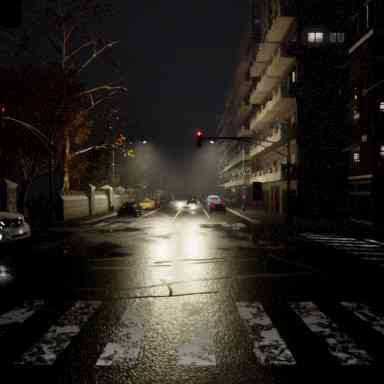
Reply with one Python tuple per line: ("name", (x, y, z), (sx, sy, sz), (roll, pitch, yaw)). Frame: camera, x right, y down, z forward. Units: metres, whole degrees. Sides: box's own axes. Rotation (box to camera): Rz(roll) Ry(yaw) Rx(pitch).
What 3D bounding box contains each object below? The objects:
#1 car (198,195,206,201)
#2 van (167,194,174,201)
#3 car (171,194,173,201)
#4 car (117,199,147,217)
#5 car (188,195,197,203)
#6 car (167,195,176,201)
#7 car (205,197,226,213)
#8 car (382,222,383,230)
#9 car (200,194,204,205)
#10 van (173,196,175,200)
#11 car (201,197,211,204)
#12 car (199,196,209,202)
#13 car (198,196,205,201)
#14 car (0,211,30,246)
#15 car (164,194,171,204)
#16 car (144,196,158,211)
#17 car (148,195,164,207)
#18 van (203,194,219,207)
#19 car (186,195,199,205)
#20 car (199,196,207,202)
("car", (2.698, 1.544, 87.185), (1.967, 1.590, 4.097), (0, 0, 0))
("van", (-5.682, 1.445, 87.185), (1.690, 1.788, 3.998), (0, 0, 0))
("car", (-5.682, 1.508, 70.295), (1.967, 1.590, 4.097), (0, 0, 0))
("car", (-5.685, 1.580, 30.884), (1.947, 1.339, 4.313), (0, 0, 0))
("car", (0.006, 1.444, 70.019), (1.837, 1.490, 4.892), (0, 0, 0))
("car", (-5.682, 1.669, 92.815), (2.008, 1.369, 4.403), (0, 0, 0))
("car", (2.696, 1.564, 36.514), (1.887, 1.381, 4.507), (0, 0, 0))
("car", (13.468, 1.604, 18.561), (5.009, 1.841, 2.192), (1, -1, -1))
("car", (2.697, 1.480, 53.405), (1.967, 1.590, 4.097), (0, 0, 0))
("van", (-5.682, 1.432, 81.556), (1.690, 1.788, 3.998), (0, 0, 0))
("car", (2.697, 1.602, 64.665), (1.887, 1.381, 4.507), (0, 0, 0))
("car", (2.697, 1.629, 75.925), (2.008, 1.369, 4.403), (0, 0, 0))
("car", (2.698, 1.700, 92.816), (1.802, 1.307, 4.206), (0, 0, 0))
("car", (-9.200, 1.089, 12.544), (5.566, 2.045, 2.150), (1, -1, -1))
("car", (-5.683, 1.498, 64.666), (1.967, 1.590, 4.097), (0, 0, 0))
("car", (-5.684, 1.550, 41.975), (1.752, 1.417, 4.829), (0, 0, 0))
("car", (-5.684, 1.347, 47.775), (2.192, 1.841, 5.009), (0, 0, 0))
("van", (2.697, 1.366, 42.145), (1.690, 1.788, 3.998), (0, 0, 0))
("car", (0.004, 1.597, 59.600), (2.033, 1.411, 5.357), (0, 0, 0))
("car", (2.697, 1.635, 81.555), (1.887, 1.381, 4.507), (0, 0, 0))
